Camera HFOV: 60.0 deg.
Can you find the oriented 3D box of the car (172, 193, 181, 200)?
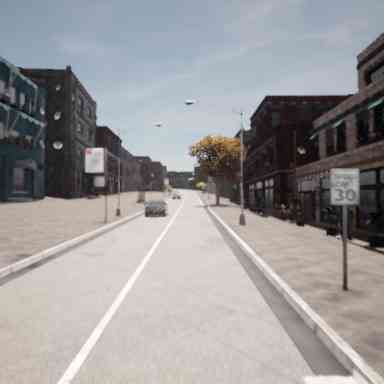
[{"bbox_3d":[-3.324,1.013,72.007,1.994,1.385,4.181,0,1,0],"label":"car"}]

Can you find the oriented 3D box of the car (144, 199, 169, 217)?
[{"bbox_3d":[-3.141,1.422,29.917,1.837,1.490,4.892,0,0,0],"label":"car"}]
